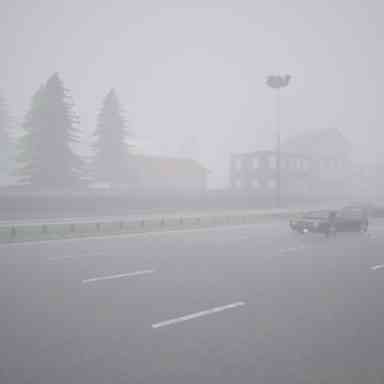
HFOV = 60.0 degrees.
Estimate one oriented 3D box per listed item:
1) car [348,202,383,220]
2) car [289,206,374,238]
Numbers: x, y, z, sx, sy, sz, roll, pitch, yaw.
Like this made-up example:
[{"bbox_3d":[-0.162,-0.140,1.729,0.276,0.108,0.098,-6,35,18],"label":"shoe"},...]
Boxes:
[{"bbox_3d":[14.020,1.519,26.661,4.902,1.511,2.128,0,0,-36],"label":"car"},{"bbox_3d":[7.383,1.617,17.620,4.718,1.301,1.895,0,0,-36],"label":"car"}]
